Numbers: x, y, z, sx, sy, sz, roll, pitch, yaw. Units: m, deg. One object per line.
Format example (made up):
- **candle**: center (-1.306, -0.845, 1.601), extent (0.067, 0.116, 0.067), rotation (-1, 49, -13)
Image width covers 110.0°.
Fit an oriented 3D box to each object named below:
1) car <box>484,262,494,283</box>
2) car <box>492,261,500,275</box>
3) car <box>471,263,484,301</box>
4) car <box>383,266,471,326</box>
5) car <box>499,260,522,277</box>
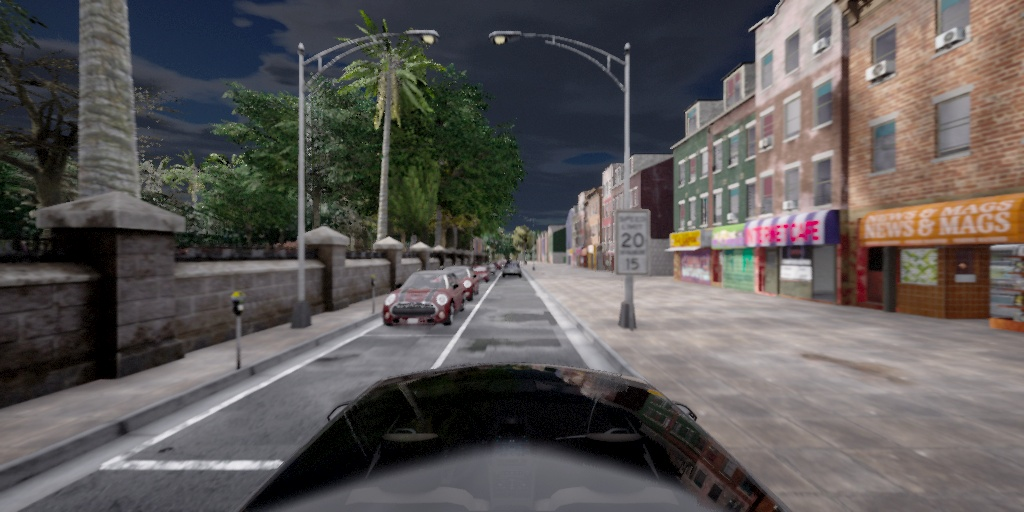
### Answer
- **car**: center (-2.635, 1.396, 28.610), extent (1.802, 1.307, 4.207), rotation (0, 0, 0)
- **car**: center (-2.634, 1.408, 39.987), extent (2.007, 1.370, 4.403), rotation (0, 0, 0)
- **car**: center (-2.635, 1.220, 17.233), extent (1.967, 1.591, 4.097), rotation (0, 0, 0)
- **car**: center (-2.637, 1.207, 11.545), extent (1.967, 1.591, 4.097), rotation (0, 0, 0)
- **car**: center (0.008, 1.407, 36.312), extent (1.994, 1.385, 4.181), rotation (0, 0, 0)
